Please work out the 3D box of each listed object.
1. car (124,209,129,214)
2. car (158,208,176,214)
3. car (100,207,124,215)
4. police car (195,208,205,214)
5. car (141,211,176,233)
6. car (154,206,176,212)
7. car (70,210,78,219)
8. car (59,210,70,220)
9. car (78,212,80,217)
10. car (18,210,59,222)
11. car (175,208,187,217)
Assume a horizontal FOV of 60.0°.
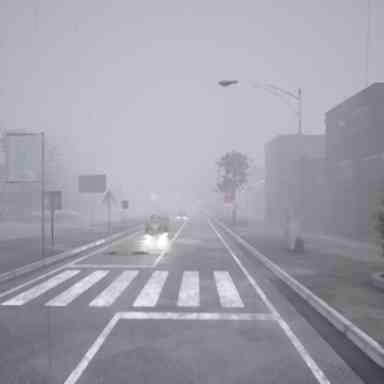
[{"bbox_3d":[-20.358,5.112,89.025,5.008,1.535,2.097,0,-3,1],"label":"car"},{"bbox_3d":[-7.179,5.398,94.375,4.892,1.521,2.231,0,-3,1],"label":"car"},{"bbox_3d":[-20.450,4.861,83.463,5.008,1.535,2.097,0,-2,1],"label":"car"},{"bbox_3d":[2.542,5.089,88.474,1.930,1.638,5.238,0,-3,1],"label":"police car"},{"bbox_3d":[-2.855,2.657,28.506,2.128,1.511,4.902,0,-2,1],"label":"car"},{"bbox_3d":[-7.321,5.004,85.980,4.892,1.521,2.231,0,-3,1],"label":"car"},{"bbox_3d":[-21.051,3.541,51.863,5.008,1.535,2.097,0,-2,1],"label":"car"},{"bbox_3d":[-21.100,3.406,48.593,4.892,1.521,2.231,0,-2,1],"label":"car"},{"bbox_3d":[-20.984,3.712,55.006,4.674,1.452,2.002,0,-2,1],"label":"car"},{"bbox_3d":[-21.164,3.309,45.318,4.674,1.452,2.002,0,-2,1],"label":"car"},{"bbox_3d":[-2.023,4.450,69.536,1.895,1.301,4.718,0,-2,1],"label":"car"}]
